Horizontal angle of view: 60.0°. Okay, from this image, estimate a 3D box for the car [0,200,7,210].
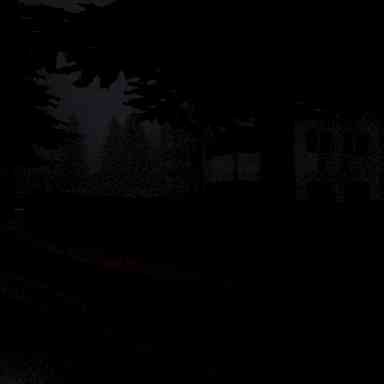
[{"bbox_3d":[-23.371,1.556,39.506,1.994,1.385,4.181,0,0,0],"label":"car"}]
